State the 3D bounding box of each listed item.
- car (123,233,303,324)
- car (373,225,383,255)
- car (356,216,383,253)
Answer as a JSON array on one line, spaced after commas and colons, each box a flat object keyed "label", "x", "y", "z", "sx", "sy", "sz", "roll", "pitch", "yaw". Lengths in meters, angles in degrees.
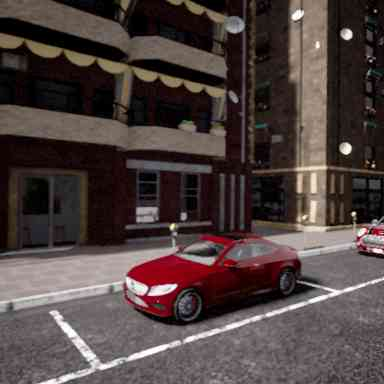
[{"label": "car", "x": 0.638, "y": 1.586, "z": 7.099, "sx": 4.206, "sy": 1.307, "sz": 1.802, "roll": 0, "pitch": 1, "yaw": -35}, {"label": "car", "x": 6.997, "y": 1.557, "z": 8.368, "sx": 5.357, "sy": 1.411, "sz": 2.033, "roll": 0, "pitch": 0, "yaw": -35}, {"label": "car", "x": 7.859, "y": 1.452, "z": 12.309, "sx": 4.097, "sy": 1.590, "sz": 1.967, "roll": 0, "pitch": 1, "yaw": -35}]
